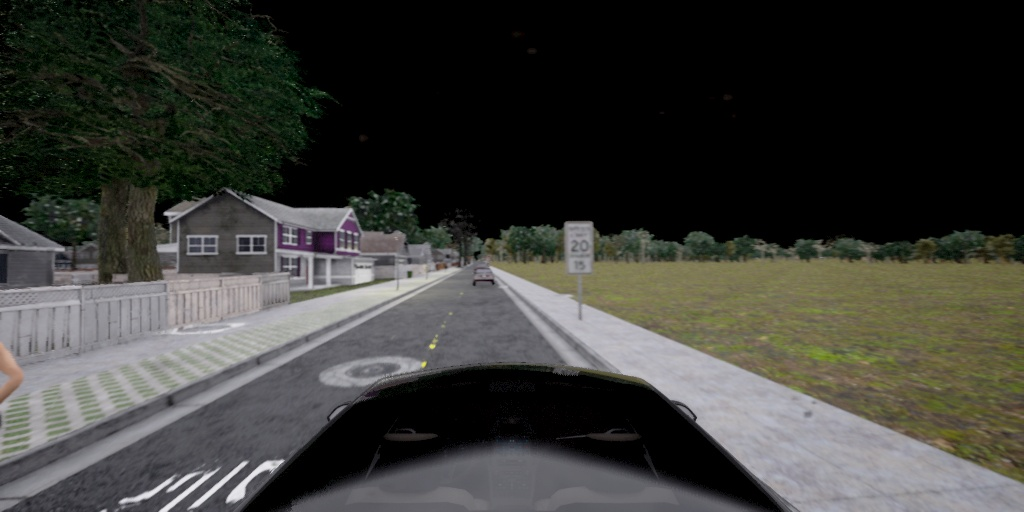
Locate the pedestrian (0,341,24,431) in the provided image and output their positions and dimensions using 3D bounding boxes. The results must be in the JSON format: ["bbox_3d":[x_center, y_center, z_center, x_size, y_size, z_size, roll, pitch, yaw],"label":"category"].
[{"bbox_3d":[-3.576,1.100,2.284,0.375,1.860,0.375,0,-2,-5],"label":"pedestrian"}]

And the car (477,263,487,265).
[{"bbox_3d":[-4.271,1.830,51.146,2.097,1.767,4.553,-1,-1,-5],"label":"car"}]

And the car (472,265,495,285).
[{"bbox_3d":[-2.492,1.742,31.590,2.033,1.411,5.357,-1,-1,-5],"label":"car"}]
